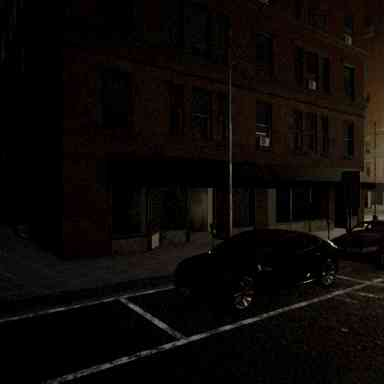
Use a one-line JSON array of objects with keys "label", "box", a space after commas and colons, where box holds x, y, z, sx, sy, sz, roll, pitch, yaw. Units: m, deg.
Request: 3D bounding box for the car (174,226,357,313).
[{"label": "car", "box": [1.648, 1.566, 7.693, 4.313, 1.339, 1.947, 0, 0, -35]}]

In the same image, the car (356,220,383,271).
[{"label": "car", "box": [6.135, 1.582, 10.876, 4.206, 1.307, 1.802, 0, 0, -35]}]
